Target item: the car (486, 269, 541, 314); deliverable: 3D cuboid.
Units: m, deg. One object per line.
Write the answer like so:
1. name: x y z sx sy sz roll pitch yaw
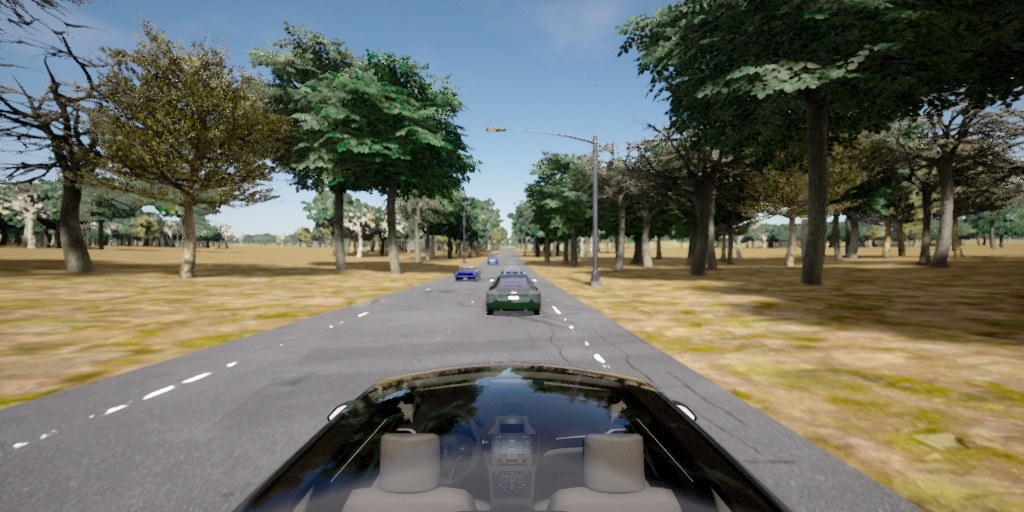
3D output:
1. car: 0.050 1.403 14.195 1.994 1.385 4.181 0 0 0

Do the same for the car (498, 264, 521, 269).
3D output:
1. car: -0.008 1.513 31.724 1.895 1.301 4.718 0 0 0

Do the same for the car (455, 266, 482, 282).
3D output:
1. car: -3.700 1.510 30.652 1.895 1.301 4.718 0 0 0
